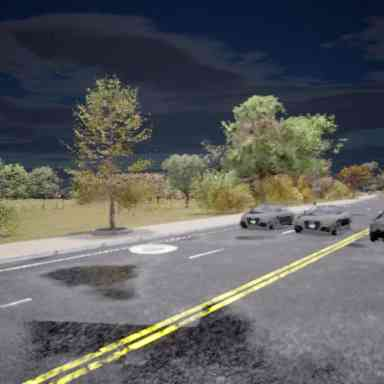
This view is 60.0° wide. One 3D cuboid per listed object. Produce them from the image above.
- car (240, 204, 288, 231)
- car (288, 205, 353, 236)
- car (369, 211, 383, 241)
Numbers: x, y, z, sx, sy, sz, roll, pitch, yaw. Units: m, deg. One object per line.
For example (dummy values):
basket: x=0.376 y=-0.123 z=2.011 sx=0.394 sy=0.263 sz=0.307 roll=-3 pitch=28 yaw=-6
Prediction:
car: x=4.519 y=1.396 z=19.476 sx=1.994 sy=1.385 sz=4.181 roll=0 pitch=0 yaw=39
car: x=6.872 y=1.380 z=17.215 sx=1.994 sy=1.385 sz=4.181 roll=0 pitch=0 yaw=39
car: x=9.216 y=1.366 z=14.609 sx=1.994 sy=1.385 sz=4.181 roll=0 pitch=0 yaw=39
